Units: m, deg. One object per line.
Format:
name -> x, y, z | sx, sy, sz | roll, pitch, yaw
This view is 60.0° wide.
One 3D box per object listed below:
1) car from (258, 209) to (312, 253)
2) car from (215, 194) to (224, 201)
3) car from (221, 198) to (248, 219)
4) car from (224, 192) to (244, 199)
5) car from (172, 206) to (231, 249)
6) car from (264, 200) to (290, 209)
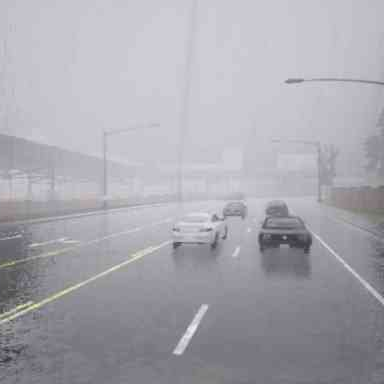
car -> 3.773, 1.625, 13.865 | 1.895, 1.301, 4.718 | -1, 0, 13
car -> 6.998, 1.348, 76.064 | 1.837, 1.490, 4.892 | -1, 0, 30
car -> 3.811, 1.568, 29.152 | 2.033, 1.411, 5.357 | -1, 0, 13
car -> 9.787, 1.016, 73.913 | 2.150, 2.045, 5.566 | -1, 0, 30
car -> 0.433, 1.601, 14.944 | 1.812, 1.442, 4.674 | -1, 0, 13
car -> 7.287, 1.476, 28.634 | 1.837, 1.490, 4.892 | -1, 1, 14
